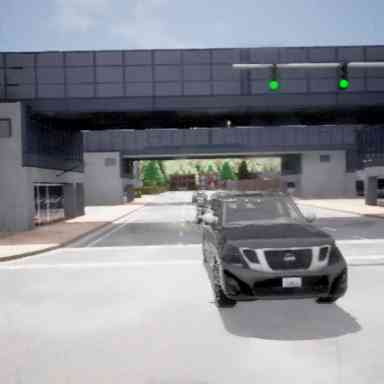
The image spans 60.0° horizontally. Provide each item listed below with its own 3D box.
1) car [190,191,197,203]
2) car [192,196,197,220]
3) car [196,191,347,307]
[{"bbox_3d":[0.835,0.642,40.423,2.128,1.511,4.902,-2,1,-1],"label":"car"},{"bbox_3d":[1.148,1.150,20.245,1.895,1.301,4.718,-2,1,-1],"label":"car"},{"bbox_3d":[1.434,1.014,7.912,2.150,2.045,5.566,-2,1,-2],"label":"car"}]
